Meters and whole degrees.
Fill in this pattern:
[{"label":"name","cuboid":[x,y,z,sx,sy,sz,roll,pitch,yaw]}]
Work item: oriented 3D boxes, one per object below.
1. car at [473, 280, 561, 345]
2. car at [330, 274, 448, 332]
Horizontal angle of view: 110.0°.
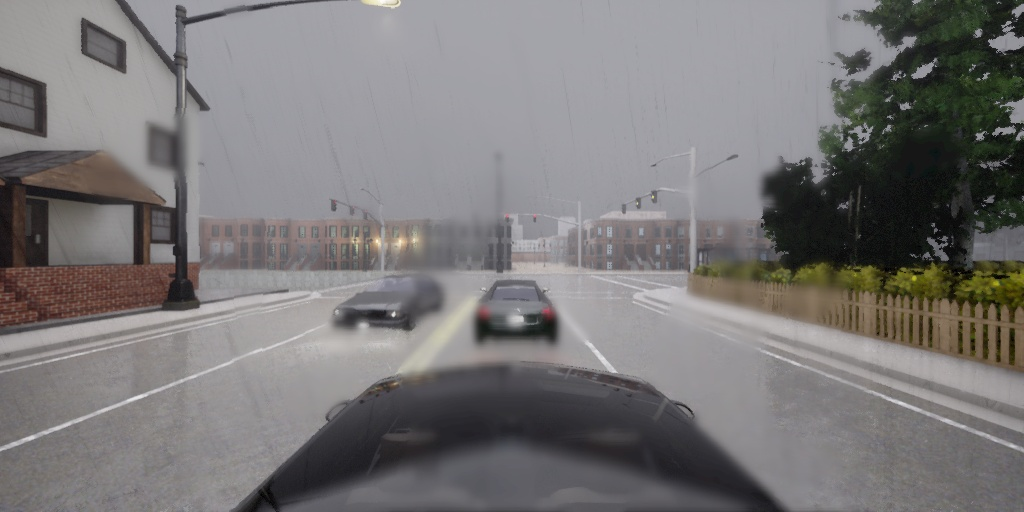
[{"label":"car","cuboid":[0.103,1.311,9.535,1.994,1.385,4.181,0,0,0]},{"label":"car","cuboid":[-3.380,1.294,11.185,2.033,1.411,5.357,0,0,3]}]
